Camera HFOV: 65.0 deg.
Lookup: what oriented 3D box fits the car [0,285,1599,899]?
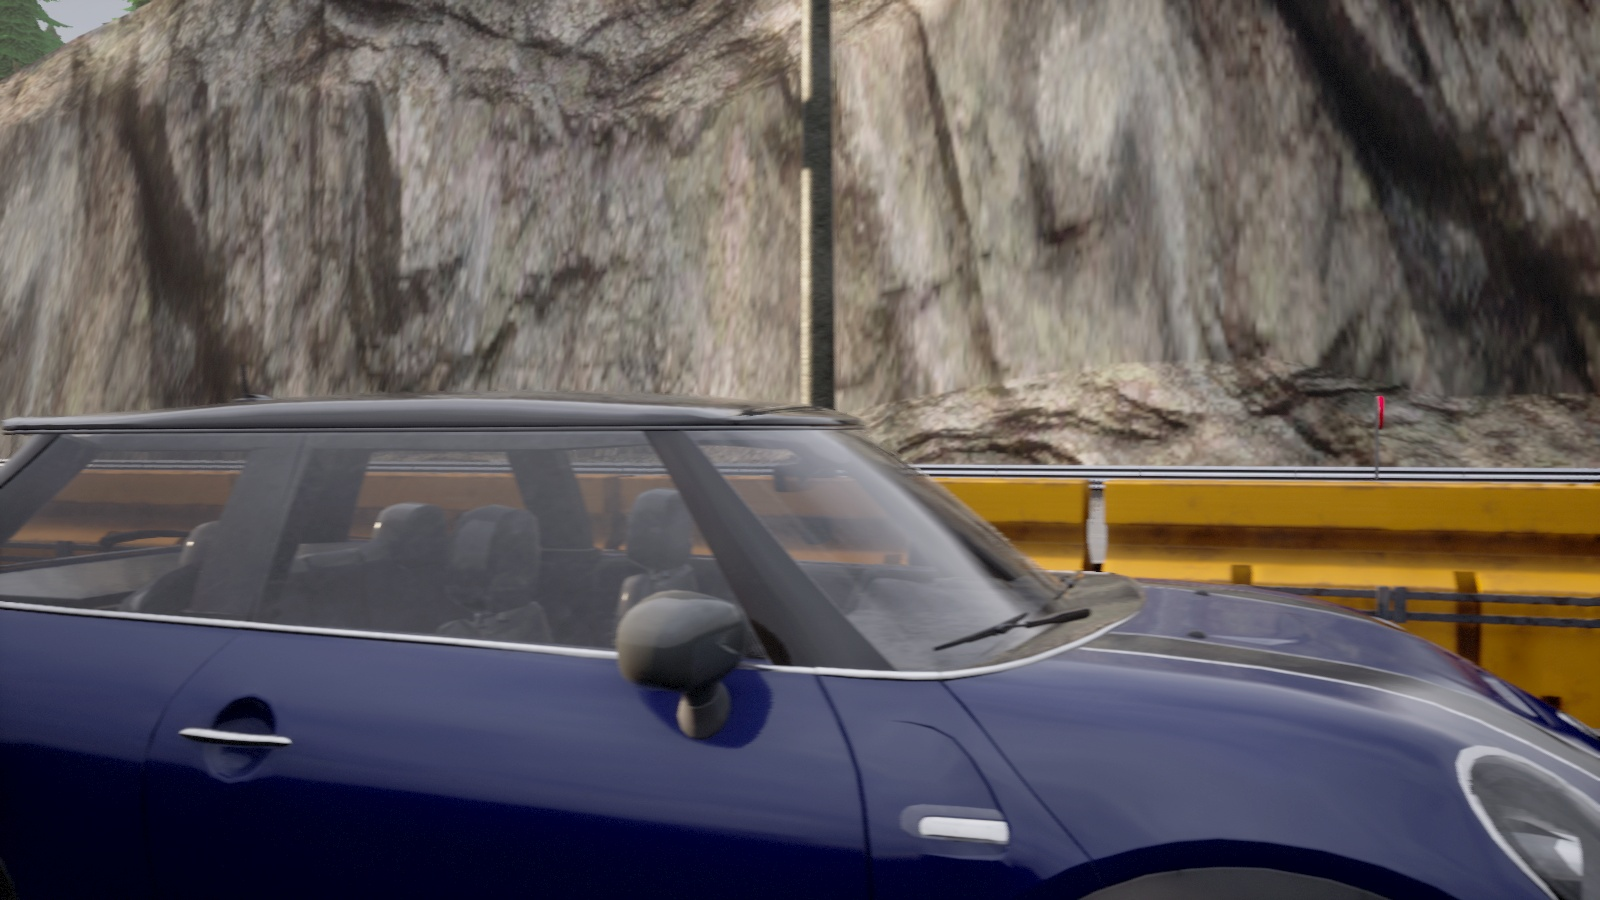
[{"bbox_3d":[-0.260,0.632,3.279,4.553,1.767,2.097,0,1,19],"label":"car"}]
